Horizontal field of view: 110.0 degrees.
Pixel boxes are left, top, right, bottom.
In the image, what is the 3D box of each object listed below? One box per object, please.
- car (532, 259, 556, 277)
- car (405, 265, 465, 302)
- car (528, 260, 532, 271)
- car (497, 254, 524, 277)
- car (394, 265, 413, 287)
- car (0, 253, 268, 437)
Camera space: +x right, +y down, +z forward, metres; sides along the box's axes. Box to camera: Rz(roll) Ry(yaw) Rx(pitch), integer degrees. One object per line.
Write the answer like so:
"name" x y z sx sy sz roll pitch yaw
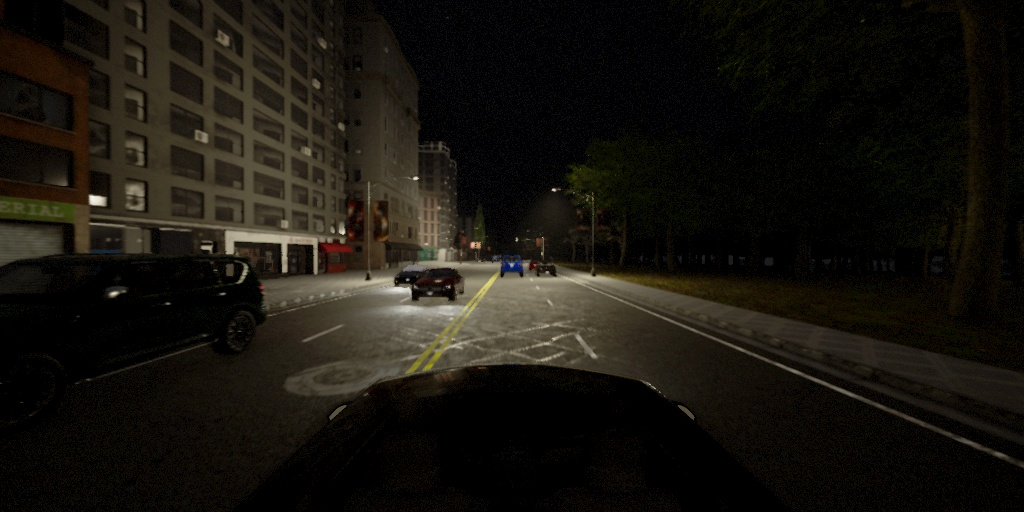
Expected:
"car" 3.241 1.233 35.244 1.837 1.490 4.892 0 0 0
"car" -3.356 1.268 17.035 1.812 1.442 4.674 0 0 0
"car" 3.267 1.191 48.956 1.882 1.535 5.008 0 0 1
"car" -0.013 0.950 34.695 2.150 2.045 5.566 0 0 0
"car" -6.591 1.303 24.612 1.994 1.385 4.181 0 0 0
"car" -6.599 0.972 5.794 2.150 2.045 5.566 0 0 0
